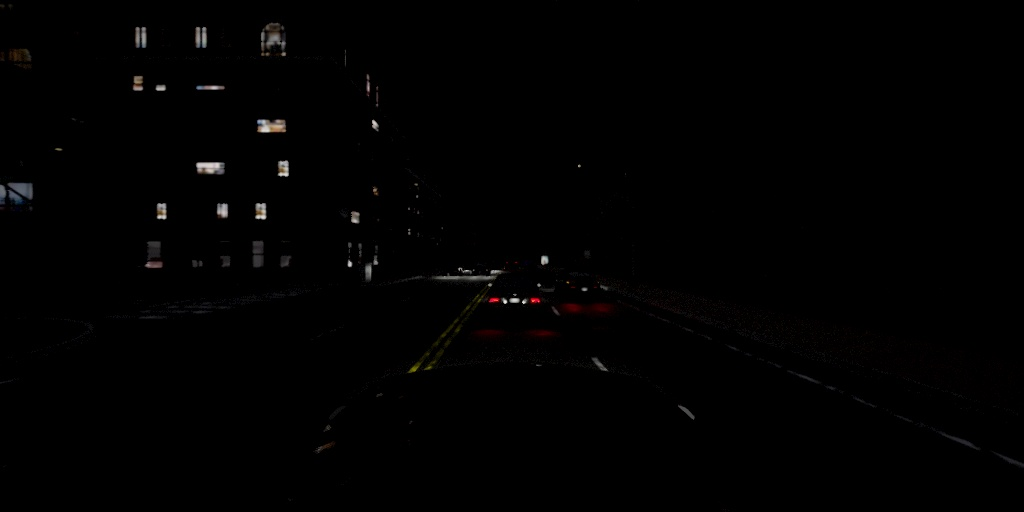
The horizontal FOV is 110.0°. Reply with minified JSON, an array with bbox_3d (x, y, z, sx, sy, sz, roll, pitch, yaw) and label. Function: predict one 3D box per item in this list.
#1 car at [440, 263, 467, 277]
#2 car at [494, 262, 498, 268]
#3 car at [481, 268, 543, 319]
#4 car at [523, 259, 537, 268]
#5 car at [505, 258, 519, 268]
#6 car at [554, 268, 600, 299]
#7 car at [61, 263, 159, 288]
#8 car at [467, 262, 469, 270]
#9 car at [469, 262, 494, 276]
[{"bbox_3d":[-6.603,1.492,39.731,2.033,1.411,5.357,0,0,0],"label":"car"},{"bbox_3d":[-3.306,1.642,57.870,1.895,1.301,4.718,0,0,0],"label":"car"},{"bbox_3d":[0.086,1.352,12.956,2.033,1.411,5.357,0,0,0],"label":"car"},{"bbox_3d":[3.242,1.630,62.425,1.994,1.385,4.181,0,0,0],"label":"car"},{"bbox_3d":[-0.008,1.285,62.039,2.150,2.045,5.566,0,0,0],"label":"car"},{"bbox_3d":[3.343,1.362,18.810,1.812,1.442,4.674,0,0,0],"label":"car"},{"bbox_3d":[-22.810,1.066,20.402,4.403,1.370,2.007,0,0,-1],"label":"car"},{"bbox_3d":[-6.556,1.587,57.583,2.033,1.411,5.357,0,0,1],"label":"car"},{"bbox_3d":[-3.351,1.471,39.911,1.812,1.442,4.674,0,0,0],"label":"car"}]
